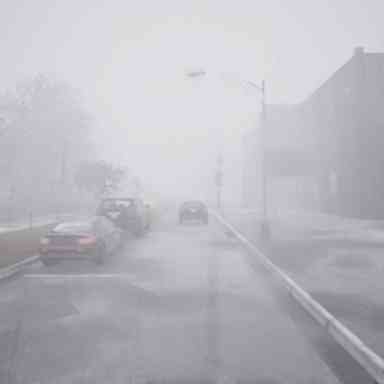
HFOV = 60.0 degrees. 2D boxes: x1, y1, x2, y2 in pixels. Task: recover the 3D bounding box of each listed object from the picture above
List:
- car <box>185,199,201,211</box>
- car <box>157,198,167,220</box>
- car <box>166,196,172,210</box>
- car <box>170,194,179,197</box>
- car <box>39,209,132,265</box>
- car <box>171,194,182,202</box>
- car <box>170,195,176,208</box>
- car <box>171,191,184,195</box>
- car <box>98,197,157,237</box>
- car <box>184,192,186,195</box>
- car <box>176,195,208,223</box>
[{"bbox_3d":[0.096,1.609,42.958,1.994,1.385,4.181,0,0,0],"label":"car"},{"bbox_3d":[-3.654,1.509,28.301,2.097,1.535,5.008,0,0,2],"label":"car"},{"bbox_3d":[-3.655,1.530,33.849,2.097,1.535,5.008,0,0,2],"label":"car"},{"bbox_3d":[-3.656,1.573,50.483,2.097,1.535,5.008,0,0,2],"label":"car"},{"bbox_3d":[-3.654,1.550,11.672,2.002,1.452,4.674,0,0,0],"label":"car"},{"bbox_3d":[-3.660,1.445,78.188,2.185,1.767,4.553,0,0,2],"label":"car"},{"bbox_3d":[-3.648,1.546,44.102,1.946,1.575,5.366,0,0,2],"label":"car"},{"bbox_3d":[-3.657,1.311,70.534,2.435,2.045,5.566,0,0,2],"label":"car"},{"bbox_3d":[-3.654,1.277,18.417,2.435,2.045,5.566,0,0,1],"label":"car"},{"bbox_3d":[-3.653,1.552,95.040,1.946,1.575,5.366,0,1,2],"label":"car"},{"bbox_3d":[0.097,1.368,25.609,2.097,1.767,4.553,0,0,0],"label":"car"}]
